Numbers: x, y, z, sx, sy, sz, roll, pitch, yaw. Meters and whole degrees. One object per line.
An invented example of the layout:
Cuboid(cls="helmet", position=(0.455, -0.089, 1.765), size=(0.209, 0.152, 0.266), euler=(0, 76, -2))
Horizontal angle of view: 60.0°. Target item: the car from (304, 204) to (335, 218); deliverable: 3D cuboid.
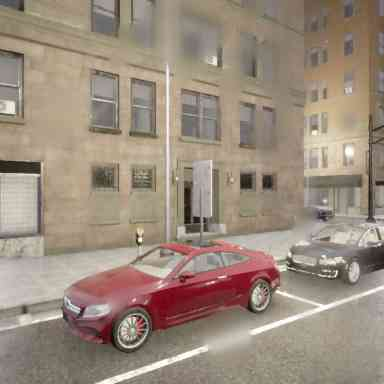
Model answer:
Cuboid(cls="car", position=(8.261, 1.516, 25.181), size=(1.895, 1.301, 4.718), euler=(0, 0, -35))

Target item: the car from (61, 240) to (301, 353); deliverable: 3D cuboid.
Cuboid(cls="car", position=(-0.145, 1.582, 6.076), size=(4.206, 1.307, 1.802), euler=(0, 0, -35))

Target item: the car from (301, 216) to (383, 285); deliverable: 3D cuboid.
Cuboid(cls="car", position=(4.486, 1.550, 9.367), size=(4.403, 1.369, 2.008), euler=(0, 0, -35))
